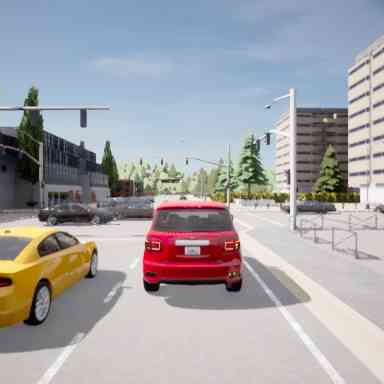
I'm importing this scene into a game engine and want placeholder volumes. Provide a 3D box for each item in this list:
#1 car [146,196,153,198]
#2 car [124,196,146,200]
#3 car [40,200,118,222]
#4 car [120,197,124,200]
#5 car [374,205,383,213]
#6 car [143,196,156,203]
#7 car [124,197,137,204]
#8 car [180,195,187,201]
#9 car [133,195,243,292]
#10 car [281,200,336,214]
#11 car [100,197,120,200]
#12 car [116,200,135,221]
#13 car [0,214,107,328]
[{"bbox_3d":[-8.646,1.513,59.467,2.128,1.511,4.902,0,0,-1],"label":"car"},{"bbox_3d":[-8.388,1.522,49.256,1.837,1.490,4.892,0,0,-2],"label":"car"},{"bbox_3d":[-7.883,1.513,22.803,4.892,1.490,1.837,0,0,-4],"label":"car"},{"bbox_3d":[-12.061,1.567,56.089,2.033,1.411,5.357,0,0,-1],"label":"car"},{"bbox_3d":[22.168,1.560,34.861,5.357,1.411,2.033,0,0,-2],"label":"car"},{"bbox_3d":[-8.859,1.565,69.831,2.033,1.411,5.357,0,0,-2],"label":"car"},{"bbox_3d":[-12.284,1.625,66.374,1.895,1.301,4.718,0,0,-1],"label":"car"},{"bbox_3d":[-2.333,1.555,87.170,1.812,1.442,4.674,0,0,-2],"label":"car"},{"bbox_3d":[0.017,1.225,9.089,2.150,2.045,5.566,0,0,0],"label":"car"},{"bbox_3d":[12.085,1.560,34.557,5.357,1.411,2.033,0,0,-2],"label":"car"},{"bbox_3d":[-11.792,1.508,45.837,2.128,1.511,4.902,0,0,-2],"label":"car"},{"bbox_3d":[-4.300,1.557,26.561,5.357,1.411,2.033,0,0,-5],"label":"car"},{"bbox_3d":[-3.478,1.480,7.102,1.882,1.535,5.008,0,0,0],"label":"car"}]
